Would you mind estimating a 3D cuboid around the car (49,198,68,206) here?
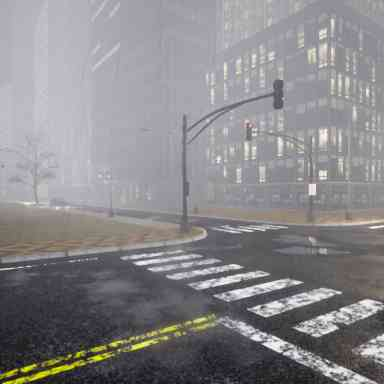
[{"bbox_3d":[-21.749,1.606,54.191,1.895,1.301,4.718,0,0,-35],"label":"car"}]
